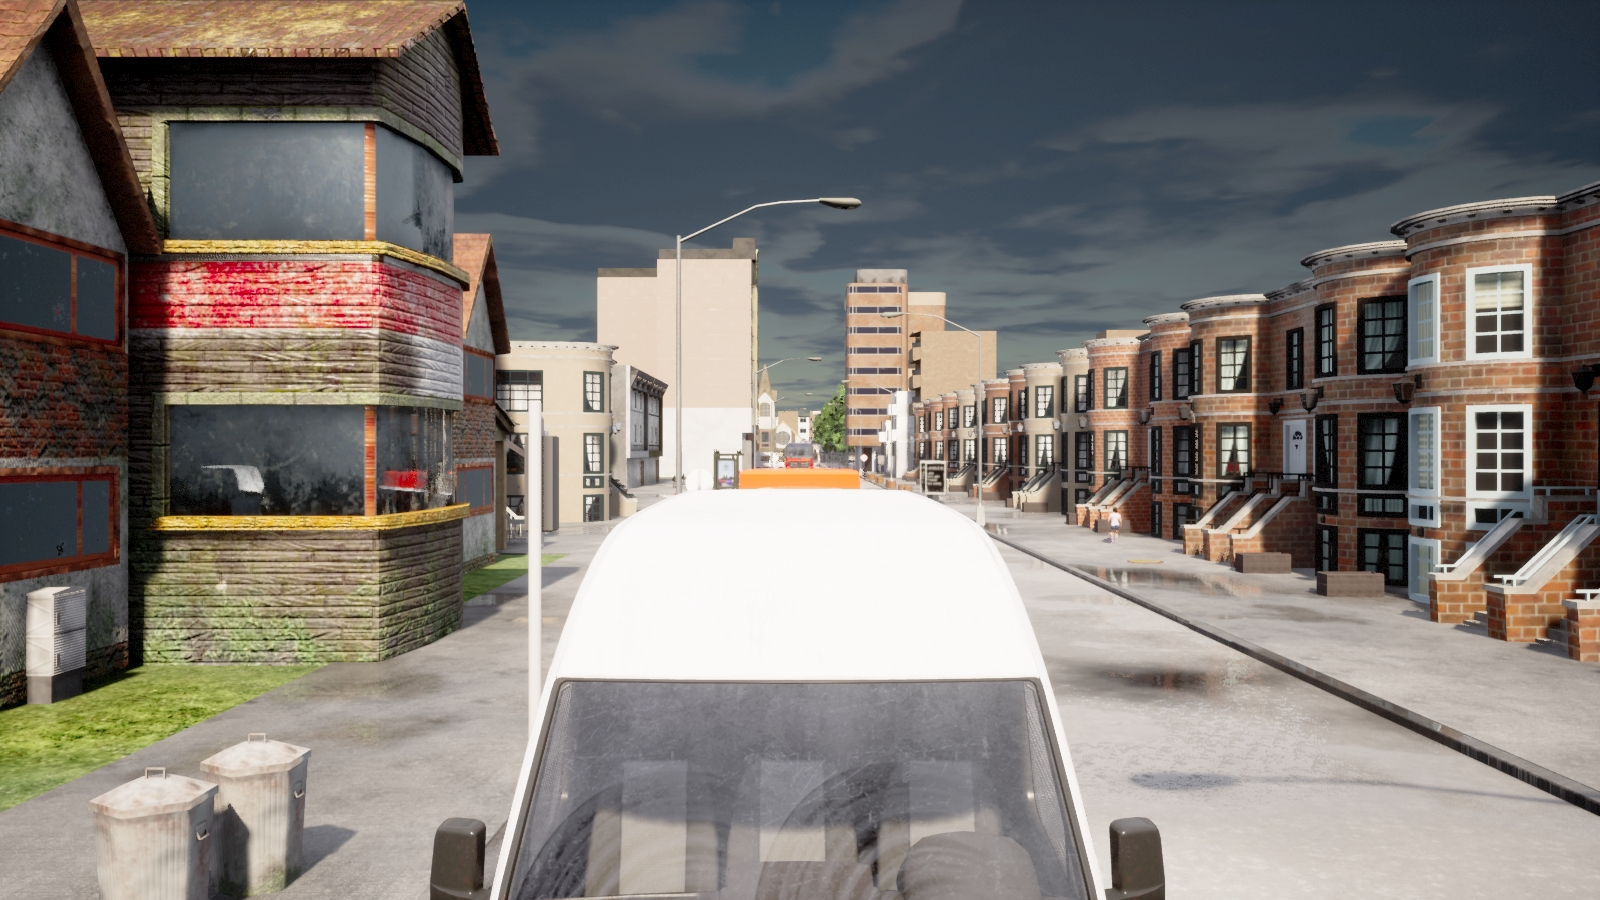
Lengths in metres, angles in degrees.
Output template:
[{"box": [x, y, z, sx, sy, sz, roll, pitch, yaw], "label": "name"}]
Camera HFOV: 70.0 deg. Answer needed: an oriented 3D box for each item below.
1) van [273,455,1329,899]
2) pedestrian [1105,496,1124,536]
[{"box": [-0.003, 1.314, 5.110, 1.988, 2.561, 5.915, 0, 0, 0], "label": "van"}, {"box": [9.093, 1.903, 33.014, 0.500, 1.100, 0.500, 0, 0, 11], "label": "pedestrian"}]
